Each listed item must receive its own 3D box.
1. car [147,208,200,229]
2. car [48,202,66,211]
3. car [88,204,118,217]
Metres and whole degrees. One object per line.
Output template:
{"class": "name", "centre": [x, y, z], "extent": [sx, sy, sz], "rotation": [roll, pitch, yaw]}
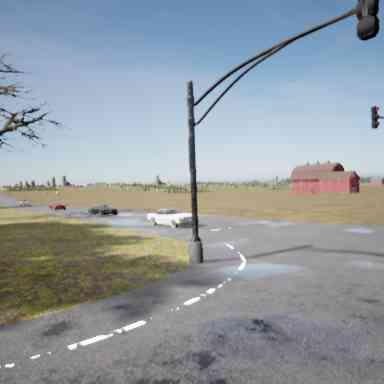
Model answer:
{"class": "car", "centre": [-1.416, 1.834, 24.356], "extent": [1.895, 1.301, 4.718], "rotation": [-3, 1, -35]}
{"class": "car", "centre": [-21.784, 2.341, 53.730], "extent": [1.895, 1.301, 4.718], "rotation": [-3, 0, -35]}
{"class": "car", "centre": [-9.715, 1.983, 36.254], "extent": [1.895, 1.301, 4.718], "rotation": [-3, 1, -35]}
